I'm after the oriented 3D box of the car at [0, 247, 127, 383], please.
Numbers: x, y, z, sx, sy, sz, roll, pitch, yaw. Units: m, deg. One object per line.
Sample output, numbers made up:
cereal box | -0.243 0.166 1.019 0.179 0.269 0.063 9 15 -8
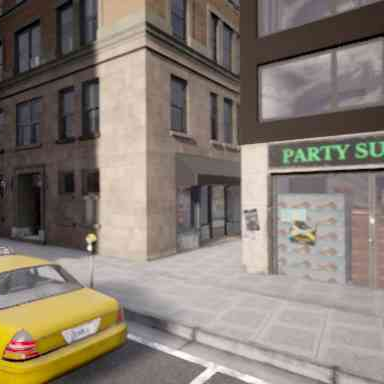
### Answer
car | -3.115 1.525 5.078 4.829 1.417 1.752 0 -1 36
